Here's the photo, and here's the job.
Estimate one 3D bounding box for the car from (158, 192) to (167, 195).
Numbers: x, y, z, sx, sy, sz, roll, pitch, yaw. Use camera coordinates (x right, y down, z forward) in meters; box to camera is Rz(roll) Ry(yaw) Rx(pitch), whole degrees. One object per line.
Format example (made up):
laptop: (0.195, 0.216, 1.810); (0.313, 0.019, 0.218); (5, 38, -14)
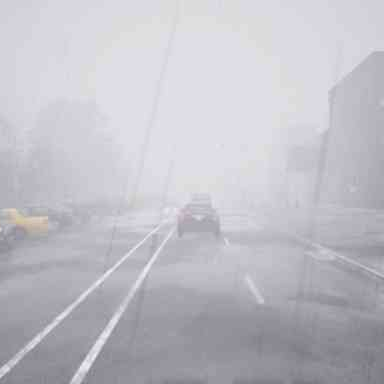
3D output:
car: (-7.447, 1.071, 54.204); (5.566, 2.045, 2.435); (-1, 0, -16)

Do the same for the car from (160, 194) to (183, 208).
car: (-2.740, 1.414, 45.627); (1.994, 1.385, 4.181); (0, 0, 4)

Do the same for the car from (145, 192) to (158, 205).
car: (-7.805, 1.209, 48.292); (4.553, 1.767, 2.185); (-1, 0, -16)

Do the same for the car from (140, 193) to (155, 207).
car: (-8.036, 1.344, 45.328); (4.892, 1.521, 2.231); (-1, 0, -17)

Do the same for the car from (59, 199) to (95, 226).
car: (-9.140, 1.440, 21.586); (5.008, 1.535, 2.097); (-1, 0, -18)

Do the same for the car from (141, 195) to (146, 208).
car: (-8.344, 1.391, 39.400); (4.792, 1.488, 2.163); (-1, 0, -17)

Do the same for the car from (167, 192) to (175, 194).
car: (-6.519, 1.302, 63.149); (5.366, 1.575, 1.946); (-1, 0, -15)

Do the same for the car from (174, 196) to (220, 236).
car: (0.373, 1.320, 18.216); (2.097, 1.767, 4.553); (0, 0, 1)

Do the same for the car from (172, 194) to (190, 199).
car: (-3.169, 1.239, 95.547); (4.892, 1.521, 2.231); (-1, 0, -13)

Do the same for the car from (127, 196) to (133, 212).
car: (-8.643, 1.259, 33.459); (4.553, 1.767, 2.185); (-1, 0, -17)

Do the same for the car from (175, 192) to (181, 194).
car: (-5.572, 1.339, 74.888); (4.674, 1.452, 2.002); (-1, 0, -14)

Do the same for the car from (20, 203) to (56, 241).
car: (-9.466, 1.470, 15.579); (5.366, 1.575, 1.946); (-1, 1, -19)

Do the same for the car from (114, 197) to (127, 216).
car: (-8.814, 1.397, 30.492); (5.008, 1.535, 2.097); (-1, 0, -18)

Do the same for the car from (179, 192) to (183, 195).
car: (-5.453, 1.295, 77.799); (5.366, 1.575, 1.946); (-1, 0, -14)

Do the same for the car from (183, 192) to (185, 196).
car: (-4.943, 1.289, 80.795); (5.008, 1.535, 2.097); (-1, 0, -14)

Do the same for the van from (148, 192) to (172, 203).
van: (-6.327, 1.078, 66.091); (4.442, 1.987, 1.878); (-1, 0, -15)

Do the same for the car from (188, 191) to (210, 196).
car: (1.045, 1.103, 35.919); (2.150, 2.045, 5.566); (0, 0, 3)

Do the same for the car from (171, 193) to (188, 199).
car: (-3.514, 1.125, 92.604); (4.553, 1.767, 2.185); (-1, 0, -13)

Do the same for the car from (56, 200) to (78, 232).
car: (-9.210, 1.455, 18.609); (5.008, 1.535, 2.097); (-1, 1, -19)

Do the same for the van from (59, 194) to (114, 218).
van: (-9.041, 1.187, 27.477); (4.442, 1.987, 1.878); (-1, 1, -18)

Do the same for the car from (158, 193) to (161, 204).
car: (-7.635, 1.368, 51.256); (4.674, 1.452, 2.002); (-1, 0, -16)

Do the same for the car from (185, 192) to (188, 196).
car: (-4.270, 1.313, 86.702); (4.674, 1.452, 2.002); (-1, 0, -13)

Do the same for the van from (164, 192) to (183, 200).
van: (-4.731, 1.058, 83.717); (4.442, 1.987, 1.878); (-1, 0, -14)

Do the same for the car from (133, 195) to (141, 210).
car: (-8.524, 1.373, 36.422); (5.008, 1.535, 2.097); (-1, 0, -17)

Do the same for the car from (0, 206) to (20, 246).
car: (-9.383, 1.360, 12.665); (4.553, 1.767, 2.185); (-1, 0, -19)
